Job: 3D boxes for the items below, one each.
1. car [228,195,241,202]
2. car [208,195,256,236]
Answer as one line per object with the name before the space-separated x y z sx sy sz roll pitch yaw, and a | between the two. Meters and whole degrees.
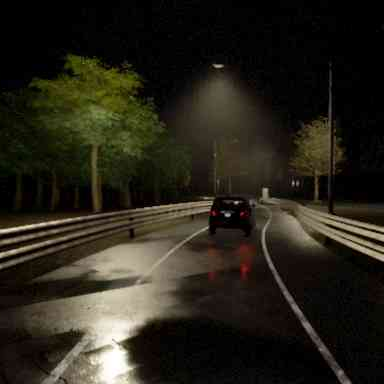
car | 10.199 1.471 79.838 2.128 1.511 4.902 0 0 -4
car | 2.356 1.228 18.890 2.150 2.045 5.566 0 0 13
